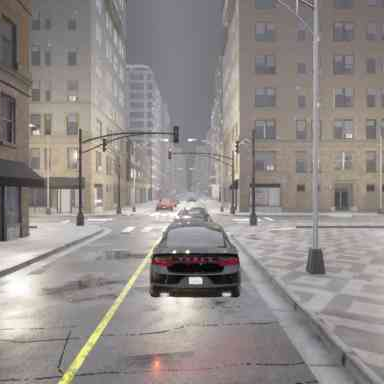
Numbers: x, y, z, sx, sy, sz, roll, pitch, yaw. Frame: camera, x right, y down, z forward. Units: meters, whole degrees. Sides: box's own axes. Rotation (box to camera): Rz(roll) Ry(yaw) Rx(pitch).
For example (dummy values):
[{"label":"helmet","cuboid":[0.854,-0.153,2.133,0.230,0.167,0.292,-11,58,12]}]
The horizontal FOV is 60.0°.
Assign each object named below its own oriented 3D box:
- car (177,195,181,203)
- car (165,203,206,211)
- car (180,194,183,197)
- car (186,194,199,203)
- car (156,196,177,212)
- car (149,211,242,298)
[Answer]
[{"label":"car","cuboid":[-3.139,1.543,49.492,2.033,1.411,5.357,0,0,0]},{"label":"car","cuboid":[0.081,1.546,18.392,2.033,1.411,5.357,0,0,6]},{"label":"car","cuboid":[-3.155,1.500,59.667,1.837,1.490,4.892,0,0,0]},{"label":"car","cuboid":[-0.032,1.595,70.801,1.895,1.301,4.718,0,0,0]},{"label":"car","cuboid":[-3.156,1.474,39.761,1.882,1.535,5.008,0,0,-1]},{"label":"car","cuboid":[0.063,1.477,8.582,1.882,1.535,5.008,0,0,0]}]
